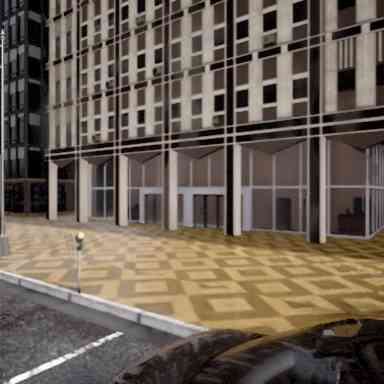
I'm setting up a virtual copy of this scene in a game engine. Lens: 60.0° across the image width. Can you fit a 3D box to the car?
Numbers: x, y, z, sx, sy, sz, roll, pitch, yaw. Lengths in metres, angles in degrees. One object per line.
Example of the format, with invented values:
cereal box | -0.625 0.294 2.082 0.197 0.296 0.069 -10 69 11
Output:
car | 1.201 1.566 2.016 4.313 1.339 1.947 0 0 36
